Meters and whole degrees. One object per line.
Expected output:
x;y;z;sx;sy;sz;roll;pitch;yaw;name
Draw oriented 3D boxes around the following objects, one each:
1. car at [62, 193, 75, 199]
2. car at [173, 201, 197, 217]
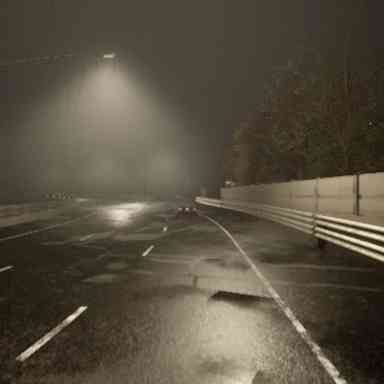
-30.998;1.188;84.917;1.994;1.385;4.181;0;0;-41;car
-0.707;1.506;30.874;2.033;1.411;5.357;1;0;-7;car
